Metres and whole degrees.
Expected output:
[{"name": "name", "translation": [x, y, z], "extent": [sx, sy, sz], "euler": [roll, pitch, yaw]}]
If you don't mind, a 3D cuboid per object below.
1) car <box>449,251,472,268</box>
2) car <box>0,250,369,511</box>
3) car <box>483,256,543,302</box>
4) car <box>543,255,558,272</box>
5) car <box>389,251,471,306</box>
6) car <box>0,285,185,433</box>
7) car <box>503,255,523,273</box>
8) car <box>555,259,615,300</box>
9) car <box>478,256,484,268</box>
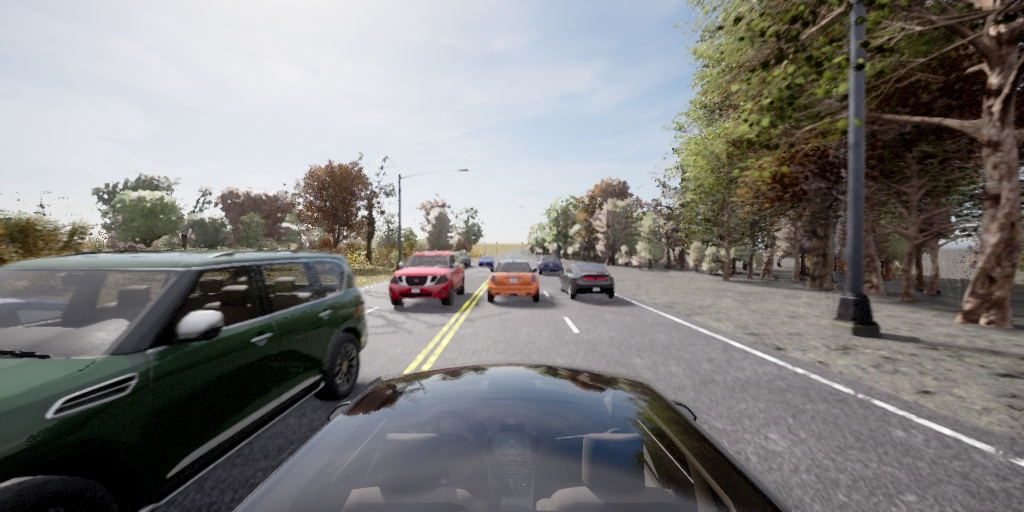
[{"name": "car", "translation": [-6.525, 0.426, 46.110], "extent": [2.150, 2.045, 5.566], "euler": [0, 1, 0]}, {"name": "car", "translation": [-3.338, 0.952, 3.417], "extent": [2.150, 2.045, 5.566], "euler": [0, 1, 0]}, {"name": "car", "translation": [0.071, 0.926, 15.951], "extent": [2.097, 1.767, 4.553], "euler": [0, 1, 0]}, {"name": "car", "translation": [3.333, 0.714, 32.751], "extent": [2.097, 1.767, 4.553], "euler": [-1, 1, 0]}, {"name": "car", "translation": [-3.283, 0.807, 15.037], "extent": [2.150, 2.045, 5.566], "euler": [0, 1, 0]}, {"name": "car", "translation": [-6.589, 1.249, 3.885], "extent": [1.812, 1.442, 4.674], "euler": [0, 1, 0]}, {"name": "car", "translation": [0.104, 0.764, 37.091], "extent": [1.882, 1.535, 5.008], "euler": [-2, 1, -1]}, {"name": "car", "translation": [3.324, 1.064, 16.526], "extent": [1.837, 1.490, 4.892], "euler": [-1, 0, 0]}, {"name": "car", "translation": [-3.276, 0.679, 46.247], "extent": [1.882, 1.535, 5.008], "euler": [0, 0, 0]}]
